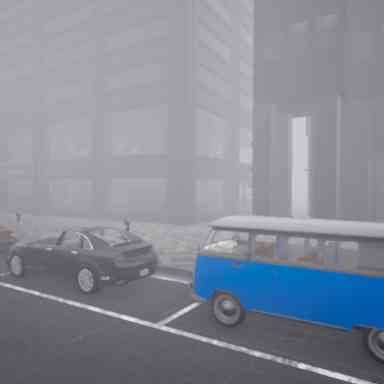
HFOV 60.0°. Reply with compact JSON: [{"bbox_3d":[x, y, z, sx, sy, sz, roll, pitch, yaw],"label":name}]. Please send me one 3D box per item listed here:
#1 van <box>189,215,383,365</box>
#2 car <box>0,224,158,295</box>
[{"bbox_3d":[1.896,1.336,5.471,3.998,1.788,1.690,0,0,32],"label":"van"},{"bbox_3d":[-2.903,1.510,8.430,4.403,1.369,2.008,0,0,32],"label":"car"}]
